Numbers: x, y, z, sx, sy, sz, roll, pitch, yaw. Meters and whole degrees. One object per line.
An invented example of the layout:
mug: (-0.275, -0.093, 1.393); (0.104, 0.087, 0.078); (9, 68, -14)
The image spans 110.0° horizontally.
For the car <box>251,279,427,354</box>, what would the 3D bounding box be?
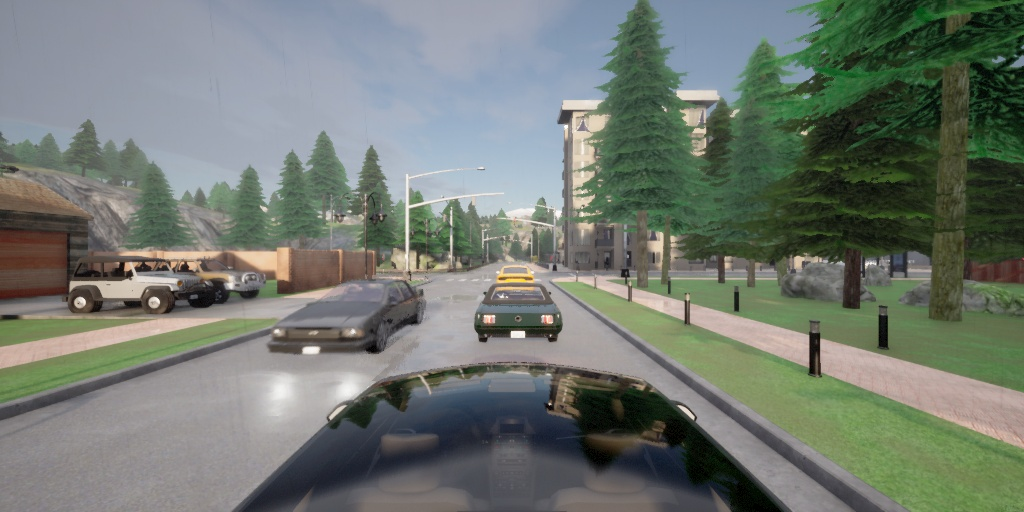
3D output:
car: (-3.565, 1.297, 9.054); (2.033, 1.411, 5.357); (0, 0, 0)

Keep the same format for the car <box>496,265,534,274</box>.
car: (0.174, 1.228, 19.040); (1.882, 1.535, 5.008); (0, 0, 0)

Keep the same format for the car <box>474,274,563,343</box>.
car: (0.145, 1.351, 9.700); (1.895, 1.301, 4.718); (0, 0, 0)
